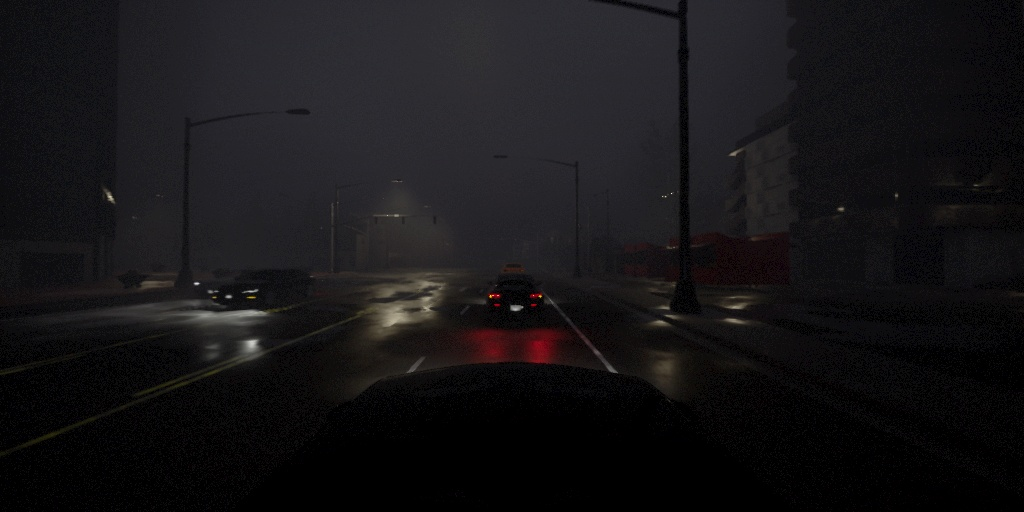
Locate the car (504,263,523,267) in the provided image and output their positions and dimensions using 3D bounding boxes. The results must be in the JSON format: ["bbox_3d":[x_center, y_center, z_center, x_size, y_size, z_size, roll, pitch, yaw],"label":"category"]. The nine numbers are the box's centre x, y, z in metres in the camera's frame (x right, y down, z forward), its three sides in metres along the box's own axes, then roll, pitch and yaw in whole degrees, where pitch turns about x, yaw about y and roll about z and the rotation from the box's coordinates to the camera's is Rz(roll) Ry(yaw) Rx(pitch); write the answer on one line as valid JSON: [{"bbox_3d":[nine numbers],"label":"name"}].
[{"bbox_3d":[0.109,1.269,29.237,1.882,1.535,5.008,0,0,0],"label":"car"}]

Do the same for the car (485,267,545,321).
[{"bbox_3d":[0.102,1.290,12.391,1.812,1.442,4.674,0,0,0],"label":"car"}]

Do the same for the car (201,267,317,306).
[{"bbox_3d":[-10.577,1.276,15.827,1.837,1.490,4.892,0,0,0],"label":"car"}]

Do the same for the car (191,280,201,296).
[{"bbox_3d":[-14.060,1.377,18.954,1.895,1.301,4.718,0,0,0],"label":"car"}]
